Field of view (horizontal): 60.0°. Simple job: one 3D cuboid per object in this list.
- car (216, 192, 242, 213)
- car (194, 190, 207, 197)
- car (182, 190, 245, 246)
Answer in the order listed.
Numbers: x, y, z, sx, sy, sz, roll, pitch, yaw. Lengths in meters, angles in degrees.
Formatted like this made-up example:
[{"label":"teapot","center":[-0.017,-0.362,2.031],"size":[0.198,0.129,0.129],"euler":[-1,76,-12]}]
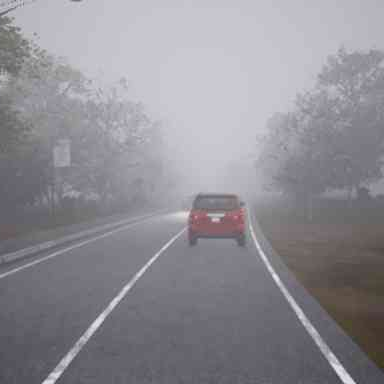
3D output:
[{"label":"car","center":[3.486,0.884,30.660],"size":[2.097,1.767,4.553],"euler":[0,1,9]},{"label":"car","center":[1.804,0.310,74.522],"size":[2.128,1.511,4.902],"euler":[1,1,-7]},{"label":"car","center":[1.119,1.022,14.398],"size":[2.150,2.045,5.566],"euler":[0,1,6]}]
